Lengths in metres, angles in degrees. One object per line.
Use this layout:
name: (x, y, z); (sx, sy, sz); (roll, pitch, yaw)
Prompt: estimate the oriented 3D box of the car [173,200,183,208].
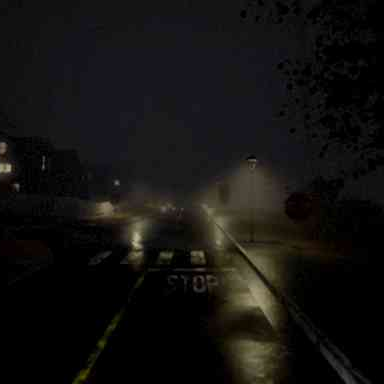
car: (-2.709, 2.235, 65.318); (1.882, 1.535, 5.008); (0, 0, 0)
